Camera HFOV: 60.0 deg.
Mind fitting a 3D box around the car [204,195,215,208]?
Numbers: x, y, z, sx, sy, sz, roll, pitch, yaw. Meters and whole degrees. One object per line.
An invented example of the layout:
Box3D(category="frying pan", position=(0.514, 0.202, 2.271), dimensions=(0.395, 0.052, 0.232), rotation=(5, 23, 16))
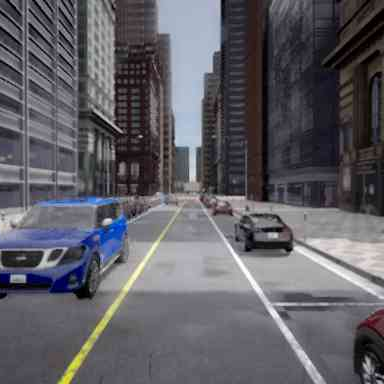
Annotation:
Box3D(category="car", position=(2.744, 1.416, 41.589), dimensions=(1.802, 1.307, 4.206), rotation=(0, 0, 0))

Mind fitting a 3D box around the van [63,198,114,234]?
Box3D(category="van", position=(-5.773, 1.263, 19.033), dimensions=(1.690, 1.788, 3.998), rotation=(0, 0, 0))

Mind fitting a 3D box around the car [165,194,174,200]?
Box3D(category="car", position=(-5.798, 1.239, 86.673), dimensions=(2.008, 1.369, 4.403), rotation=(0, 0, 0))

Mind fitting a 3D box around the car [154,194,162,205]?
Box3D(category="car", position=(-5.783, 1.364, 47.217), dimensions=(2.008, 1.369, 4.403), rotation=(0, 0, 0))

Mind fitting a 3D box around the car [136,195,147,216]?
Box3D(category="car", position=(-5.777, 1.193, 30.306), dimensions=(2.192, 1.841, 5.009), rotation=(0, 0, 0))

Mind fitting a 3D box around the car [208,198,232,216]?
Box3D(category="car", position=(2.749, 1.459, 30.316), dimensions=(1.802, 1.307, 4.206), rotation=(0, 0, 0))

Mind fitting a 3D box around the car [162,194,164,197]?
Box3D(category="car", position=(-5.785, 1.375, 52.854), dimensions=(1.802, 1.307, 4.206), rotation=(0, 0, 0))

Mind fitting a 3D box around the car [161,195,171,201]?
Box3D(category="car", position=(-5.793, 1.287, 75.400), dimensions=(1.947, 1.339, 4.313), rotation=(0, 0, 0))

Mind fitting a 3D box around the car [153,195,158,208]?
Box3D(category="car", position=(-5.781, 1.400, 41.580), dimensions=(1.947, 1.339, 4.313), rotation=(0, 0, 0))

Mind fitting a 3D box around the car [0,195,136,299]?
Box3D(category="car", position=(-3.103, 1.184, 8.694), dimensions=(2.150, 2.045, 5.566), rotation=(0, 0, 0))

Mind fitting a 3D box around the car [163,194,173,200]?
Box3D(category="car", position=(-5.795, 1.270, 81.036), dimensions=(1.947, 1.339, 4.313), rotation=(0, 0, 0))

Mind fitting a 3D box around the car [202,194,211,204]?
Box3D(category="car", position=(2.742, 1.395, 47.226), dimensions=(1.802, 1.307, 4.206), rotation=(0, 0, 0))

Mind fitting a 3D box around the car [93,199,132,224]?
Box3D(category="car", position=(-5.775, 1.340, 24.670), dimensions=(1.967, 1.590, 4.097), rotation=(0, 0, 0))

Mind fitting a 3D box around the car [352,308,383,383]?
Box3D(category="car", position=(2.759, 1.430, 2.134), dimensions=(1.967, 1.590, 4.097), rotation=(0, 0, 0))

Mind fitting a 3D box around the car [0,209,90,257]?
Box3D(category="car", position=(-5.770, 1.495, 13.397), dimensions=(2.008, 1.369, 4.403), rotation=(0, 0, 0))

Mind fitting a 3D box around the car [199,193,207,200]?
Box3D(category="car", position=(2.727, 1.129, 86.677), dimensions=(1.967, 1.590, 4.097), rotation=(0, 0, 0))

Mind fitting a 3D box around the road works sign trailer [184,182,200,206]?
Box3D(category="road works sign trailer", position=(-0.018, 0.270, 49.109), dimensions=(2.380, 3.560, 2.880), rotation=(0, 0, 0))

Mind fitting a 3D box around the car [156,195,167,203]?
Box3D(category="car", position=(-5.789, 1.281, 63.957), dimensions=(1.752, 1.417, 4.829), rotation=(0, 0, 0))

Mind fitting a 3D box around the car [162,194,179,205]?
Box3D(category="car", position=(-3.093, 1.360, 51.879), dimensions=(1.994, 1.385, 4.181), rotation=(0, 0, 0))

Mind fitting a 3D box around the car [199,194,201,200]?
Box3D(category="car", position=(2.735, 1.070, 64.132), dimensions=(2.192, 1.841, 5.009), rotation=(0, 0, 0))

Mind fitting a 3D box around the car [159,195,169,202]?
Box3D(category="car", position=(-5.791, 1.320, 69.764), dimensions=(1.802, 1.307, 4.206), rotation=(0, 0, 0))

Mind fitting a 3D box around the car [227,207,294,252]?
Box3D(category="car", position=(2.755, 1.510, 13.407), dimensions=(1.947, 1.339, 4.313), rotation=(0, 0, 0))

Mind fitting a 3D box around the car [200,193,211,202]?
Box3D(category="car", position=(2.732, 1.052, 69.768), dimensions=(2.192, 1.841, 5.009), rotation=(0, 0, 0))

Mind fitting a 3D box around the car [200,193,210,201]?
Box3D(category="car", position=(2.740, 1.233, 52.861), dimensions=(1.967, 1.590, 4.097), rotation=(0, 0, 0))

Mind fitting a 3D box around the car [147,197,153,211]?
Box3D(category="car", position=(-5.778, 1.422, 35.944), dimensions=(1.947, 1.339, 4.313), rotation=(0, 0, 0))
